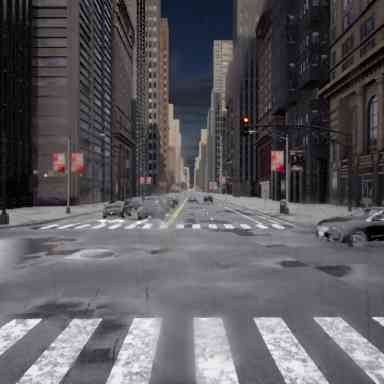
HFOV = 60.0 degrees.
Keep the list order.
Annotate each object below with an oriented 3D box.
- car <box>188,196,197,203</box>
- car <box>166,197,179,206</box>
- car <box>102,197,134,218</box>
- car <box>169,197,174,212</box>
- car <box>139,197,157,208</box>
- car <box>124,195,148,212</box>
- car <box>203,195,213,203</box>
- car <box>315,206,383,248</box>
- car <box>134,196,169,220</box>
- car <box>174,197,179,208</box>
[{"bbox_3d":[0.110,1.468,69.876,2.033,1.411,5.357,0,0,0],"label":"car"},{"bbox_3d":[-3.305,1.552,56.562,1.895,1.301,4.718,0,0,0],"label":"car"},{"bbox_3d":[-6.596,1.488,29.639,1.837,1.490,4.892,0,0,0],"label":"car"},{"bbox_3d":[-3.346,1.502,36.521,1.812,1.442,4.674,0,0,0],"label":"car"},{"bbox_3d":[-6.581,1.509,50.090,2.033,1.411,5.357,0,0,0],"label":"car"},{"bbox_3d":[-6.591,1.326,39.793,2.097,1.767,4.553,0,0,0],"label":"car"},{"bbox_3d":[3.360,1.425,69.964,1.837,1.490,4.892,0,0,0],"label":"car"},{"bbox_3d":[7.564,1.366,13.746,4.902,1.511,2.128,-1,0,-11],"label":"car"},{"bbox_3d":[-3.286,1.337,27.737,2.097,1.767,4.553,0,0,-2],"label":"car"},{"bbox_3d":[-3.332,1.530,46.545,1.994,1.385,4.181,0,0,0],"label":"car"}]
